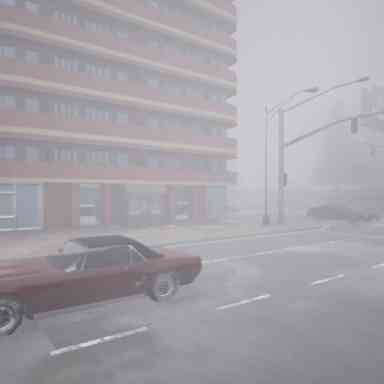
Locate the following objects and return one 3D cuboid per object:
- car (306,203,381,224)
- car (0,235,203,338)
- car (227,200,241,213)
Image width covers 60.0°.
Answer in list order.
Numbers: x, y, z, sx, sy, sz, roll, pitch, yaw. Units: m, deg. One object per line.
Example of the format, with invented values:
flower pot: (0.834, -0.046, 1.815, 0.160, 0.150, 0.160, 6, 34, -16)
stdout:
car: (11.291, 1.547, 25.243, 2.033, 1.411, 5.357, 0, 0, -29)
car: (-2.184, 1.601, 6.687, 4.718, 1.301, 1.895, 0, 0, -35)
car: (3.317, 1.525, 36.853, 1.812, 1.442, 4.674, 0, 0, -36)
